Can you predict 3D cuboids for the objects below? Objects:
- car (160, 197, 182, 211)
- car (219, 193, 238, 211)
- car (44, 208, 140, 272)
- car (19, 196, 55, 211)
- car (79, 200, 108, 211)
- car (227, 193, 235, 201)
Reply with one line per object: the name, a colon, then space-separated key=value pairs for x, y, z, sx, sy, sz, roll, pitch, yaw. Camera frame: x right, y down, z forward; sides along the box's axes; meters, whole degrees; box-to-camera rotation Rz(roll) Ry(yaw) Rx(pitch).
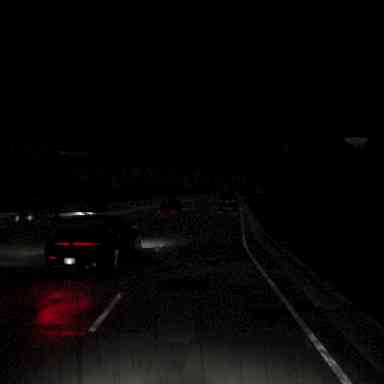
car: x=-2.582 y=1.367 z=41.717 sx=2.097 sy=1.767 sz=4.553 roll=0 pitch=0 yaw=8
car: x=4.583 y=1.254 z=42.391 sx=2.150 sy=2.045 sz=5.566 roll=0 pitch=0 yaw=8
car: x=-2.980 y=1.504 z=10.868 sx=1.837 sy=1.490 sz=4.892 roll=0 pitch=0 yaw=3
car: x=-18.193 y=1.263 z=39.226 sx=1.882 sy=1.535 sz=5.008 roll=0 pitch=0 yaw=8
car: x=-11.264 y=1.580 z=38.236 sx=1.994 sy=1.385 sz=4.181 roll=0 pitch=0 yaw=8
car: x=10.891 y=1.299 z=92.066 sx=2.150 sy=2.045 sz=5.566 roll=0 pitch=0 yaw=7
